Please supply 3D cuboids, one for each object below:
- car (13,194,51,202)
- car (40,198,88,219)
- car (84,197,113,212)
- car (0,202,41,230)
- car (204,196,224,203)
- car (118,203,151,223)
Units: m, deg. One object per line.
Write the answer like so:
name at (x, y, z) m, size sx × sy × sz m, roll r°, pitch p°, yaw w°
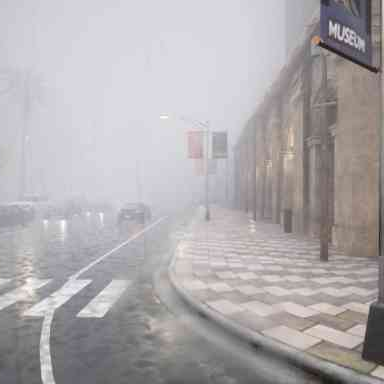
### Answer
car at (-14.737, 1.221, 30.485) m, size 2.150 × 2.045 × 5.566 m, roll 0°, pitch 0°, yaw 2°
car at (-11.267, 1.526, 29.597) m, size 1.812 × 1.442 × 4.674 m, roll 0°, pitch 0°, yaw 3°
car at (-10.823, 1.526, 39.477) m, size 1.812 × 1.442 × 4.674 m, roll 0°, pitch 0°, yaw 3°
car at (-11.627, 1.547, 20.176) m, size 2.033 × 1.411 × 5.357 m, roll 0°, pitch 0°, yaw 2°
car at (4.432, 1.572, 67.388) m, size 4.181 × 1.385 × 1.994 m, roll 0°, pitch -1°, yaw -25°
car at (-4.334, 1.545, 25.319) m, size 1.812 × 1.442 × 4.674 m, roll 0°, pitch 0°, yaw 2°
